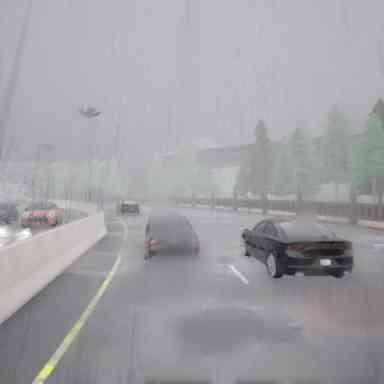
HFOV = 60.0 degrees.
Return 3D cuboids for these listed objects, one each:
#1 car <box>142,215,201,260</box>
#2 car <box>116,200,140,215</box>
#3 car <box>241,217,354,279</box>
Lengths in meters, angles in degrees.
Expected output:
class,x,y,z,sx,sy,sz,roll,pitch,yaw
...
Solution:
class,x,y,z,sx,sy,sz,roll,pitch,yaw
car,-0.878,1.590,12.672,2.033,1.411,5.357,0,0,-8
car,-7.038,1.621,36.322,1.882,1.535,5.008,0,0,-21
car,2.881,1.493,10.199,1.882,1.535,5.008,0,0,-5
